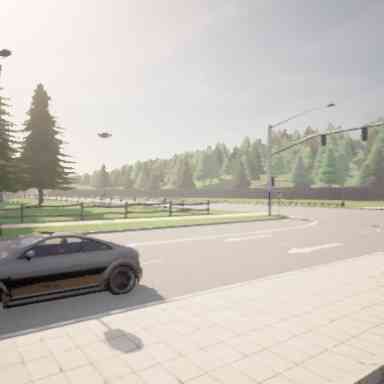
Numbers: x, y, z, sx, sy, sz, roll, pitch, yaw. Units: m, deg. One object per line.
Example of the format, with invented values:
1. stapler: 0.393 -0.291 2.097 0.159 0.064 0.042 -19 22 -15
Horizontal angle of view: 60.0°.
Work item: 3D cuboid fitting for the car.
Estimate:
1. car: -3.182 1.562 7.173 4.181 1.385 1.994 0 0 -35
